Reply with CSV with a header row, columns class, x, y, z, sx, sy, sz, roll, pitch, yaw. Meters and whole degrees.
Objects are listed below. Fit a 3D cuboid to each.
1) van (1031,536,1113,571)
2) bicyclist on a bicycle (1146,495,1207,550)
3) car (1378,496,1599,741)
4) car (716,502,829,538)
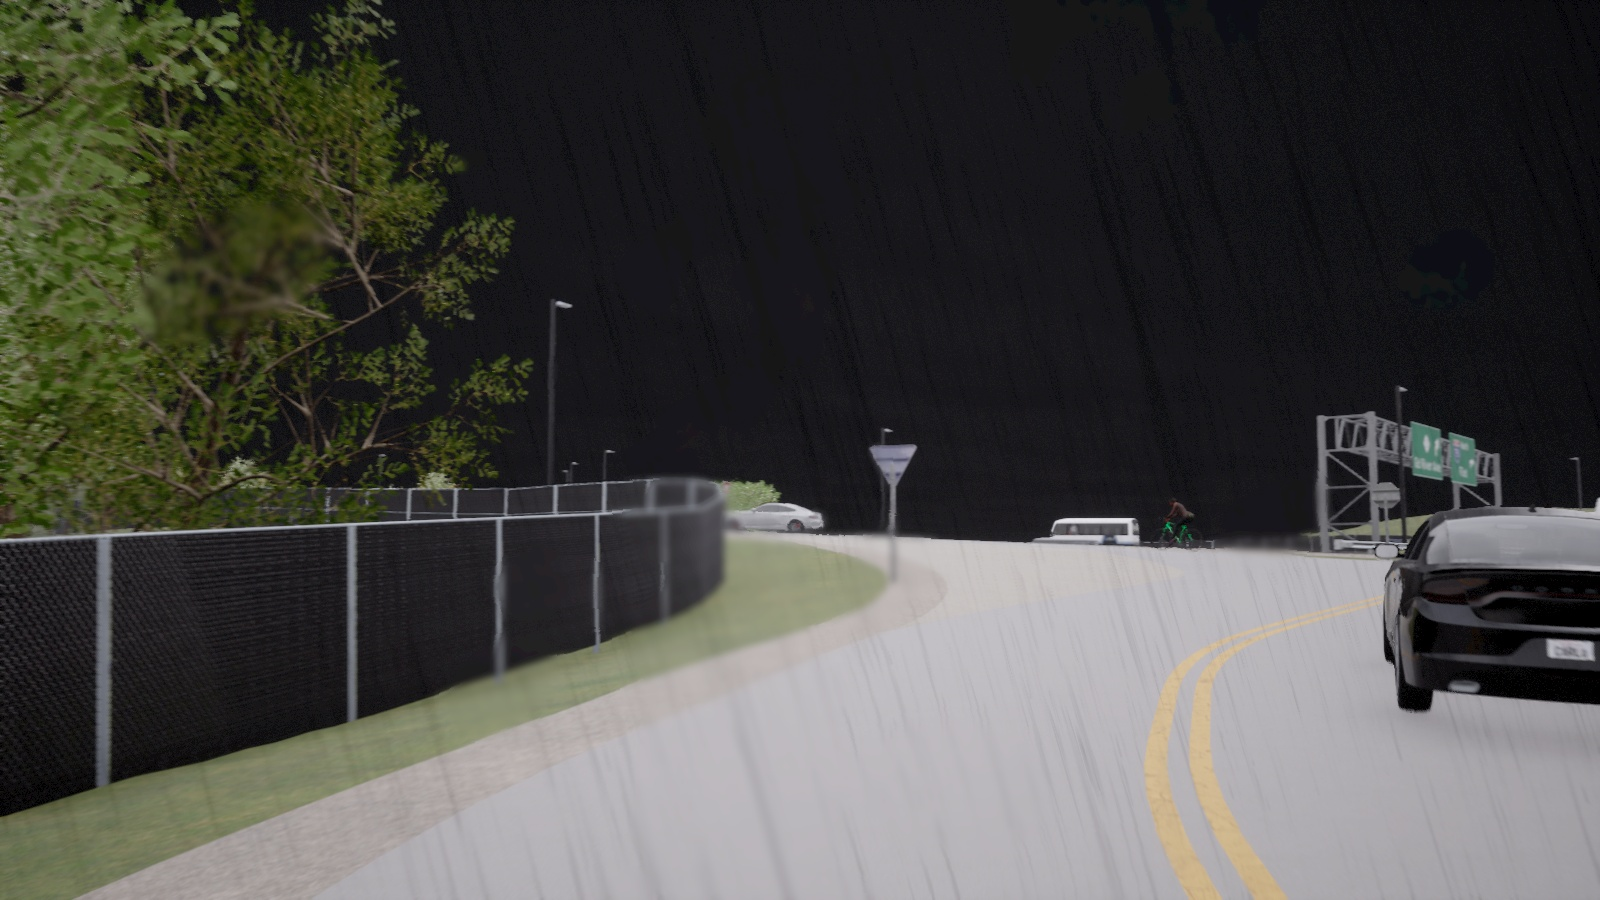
class,x,y,z,sx,sy,sz,roll,pitch,yaw
van,16.028,6.085,74.167,4.442,1.987,1.775,-4,-6,43
bicyclist on a bicycle,11.396,2.182,38.070,1.656,1.620,0.582,-1,-4,40
car,5.857,1.167,10.341,1.882,1.535,5.008,0,-2,23
car,-1.186,3.103,55.766,4.674,1.442,1.812,1,-4,13
